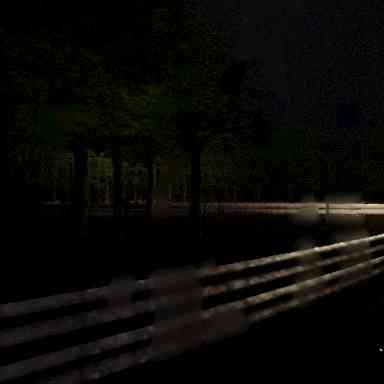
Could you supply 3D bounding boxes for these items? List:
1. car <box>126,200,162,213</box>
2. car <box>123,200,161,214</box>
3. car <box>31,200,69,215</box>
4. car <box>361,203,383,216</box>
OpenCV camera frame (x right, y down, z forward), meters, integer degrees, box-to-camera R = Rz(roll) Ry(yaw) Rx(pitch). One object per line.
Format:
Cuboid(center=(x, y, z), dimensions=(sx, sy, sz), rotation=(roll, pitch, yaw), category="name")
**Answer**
Cuboid(center=(-6.417, 1.900, 44.738), dimensions=(4.553, 1.767, 2.097), rotation=(0, -1, 3), category="car")
Cuboid(center=(-6.577, 2.023, 41.238), dimensions=(5.357, 1.411, 2.033), rotation=(0, -1, 3), category="car")
Cuboid(center=(-15.978, 1.672, 38.253), dimensions=(4.553, 1.767, 2.097), rotation=(0, -1, 3), category="car")
Cuboid(center=(21.156, 1.883, 36.222), dimensions=(4.718, 1.301, 1.895), rotation=(0, -1, 3), category="car")
